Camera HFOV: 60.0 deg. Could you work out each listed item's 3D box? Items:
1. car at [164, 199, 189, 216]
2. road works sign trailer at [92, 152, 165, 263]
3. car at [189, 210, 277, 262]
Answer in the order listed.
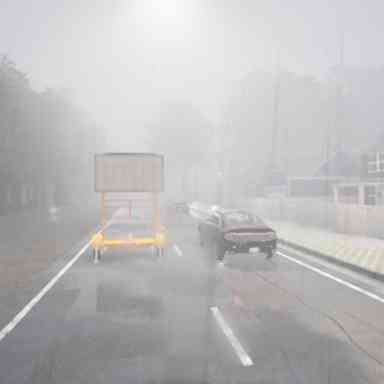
[{"bbox_3d":[-1.392,1.336,30.092,2.128,1.511,4.902,0,0,-9],"label":"car"},{"bbox_3d":[-2.209,0.405,11.846,2.380,3.560,2.880,0,0,-9],"label":"road works sign trailer"},{"bbox_3d":[1.412,1.426,11.956,2.128,1.511,4.902,0,0,-9],"label":"car"}]
